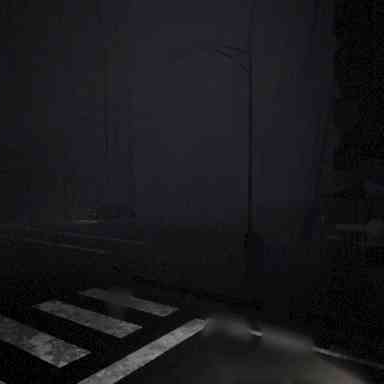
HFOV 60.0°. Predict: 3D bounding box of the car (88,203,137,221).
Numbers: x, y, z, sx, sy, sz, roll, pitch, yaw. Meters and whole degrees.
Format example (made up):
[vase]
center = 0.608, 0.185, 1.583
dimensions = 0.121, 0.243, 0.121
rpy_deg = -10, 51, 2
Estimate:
[car]
center = -6.723, 1.619, 28.453
dimensions = 1.994, 1.385, 4.181
rpy_deg = 0, 0, 36
